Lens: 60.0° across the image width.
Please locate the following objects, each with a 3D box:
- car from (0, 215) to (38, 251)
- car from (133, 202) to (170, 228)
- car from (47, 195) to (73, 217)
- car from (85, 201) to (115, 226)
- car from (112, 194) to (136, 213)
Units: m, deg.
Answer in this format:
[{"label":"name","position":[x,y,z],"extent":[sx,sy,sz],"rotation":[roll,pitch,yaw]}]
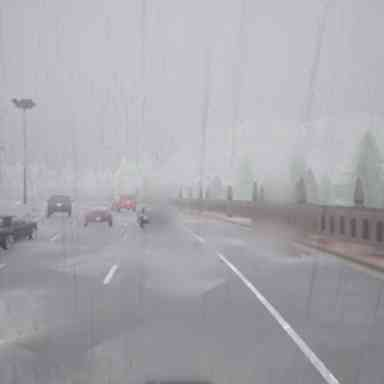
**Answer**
[{"label":"car","position":[-8.198,1.646,14.226],"extent":[1.895,1.301,4.718],"rotation":[0,0,-8]},{"label":"car","position":[-2.777,1.627,22.817],"extent":[1.895,1.301,4.718],"rotation":[0,0,-13]},{"label":"car","position":[-13.123,1.333,33.108],"extent":[2.150,2.045,5.566],"rotation":[0,0,-20]},{"label":"car","position":[-6.683,1.577,24.004],"extent":[1.812,1.442,4.674],"rotation":[0,0,-14]},{"label":"car","position":[-8.098,1.305,39.388],"extent":[2.150,2.045,5.566],"rotation":[0,0,-22]}]
